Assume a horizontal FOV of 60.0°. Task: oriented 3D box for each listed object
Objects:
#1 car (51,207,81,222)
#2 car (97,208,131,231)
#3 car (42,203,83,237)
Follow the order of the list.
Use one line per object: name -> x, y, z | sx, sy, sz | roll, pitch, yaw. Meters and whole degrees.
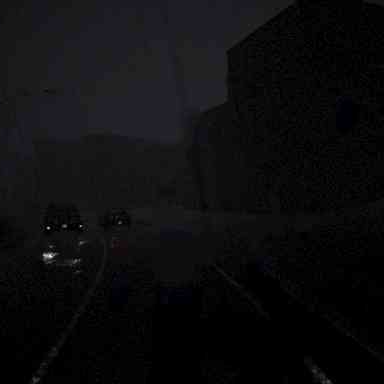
car -> -14.657, 2.573, 38.548 | 1.812, 1.442, 4.674 | -3, -1, -39
car -> -5.908, 1.963, 24.836 | 2.128, 1.511, 4.902 | -2, -1, -24
car -> -8.650, 1.744, 22.213 | 2.150, 2.045, 5.566 | -1, -1, -24
